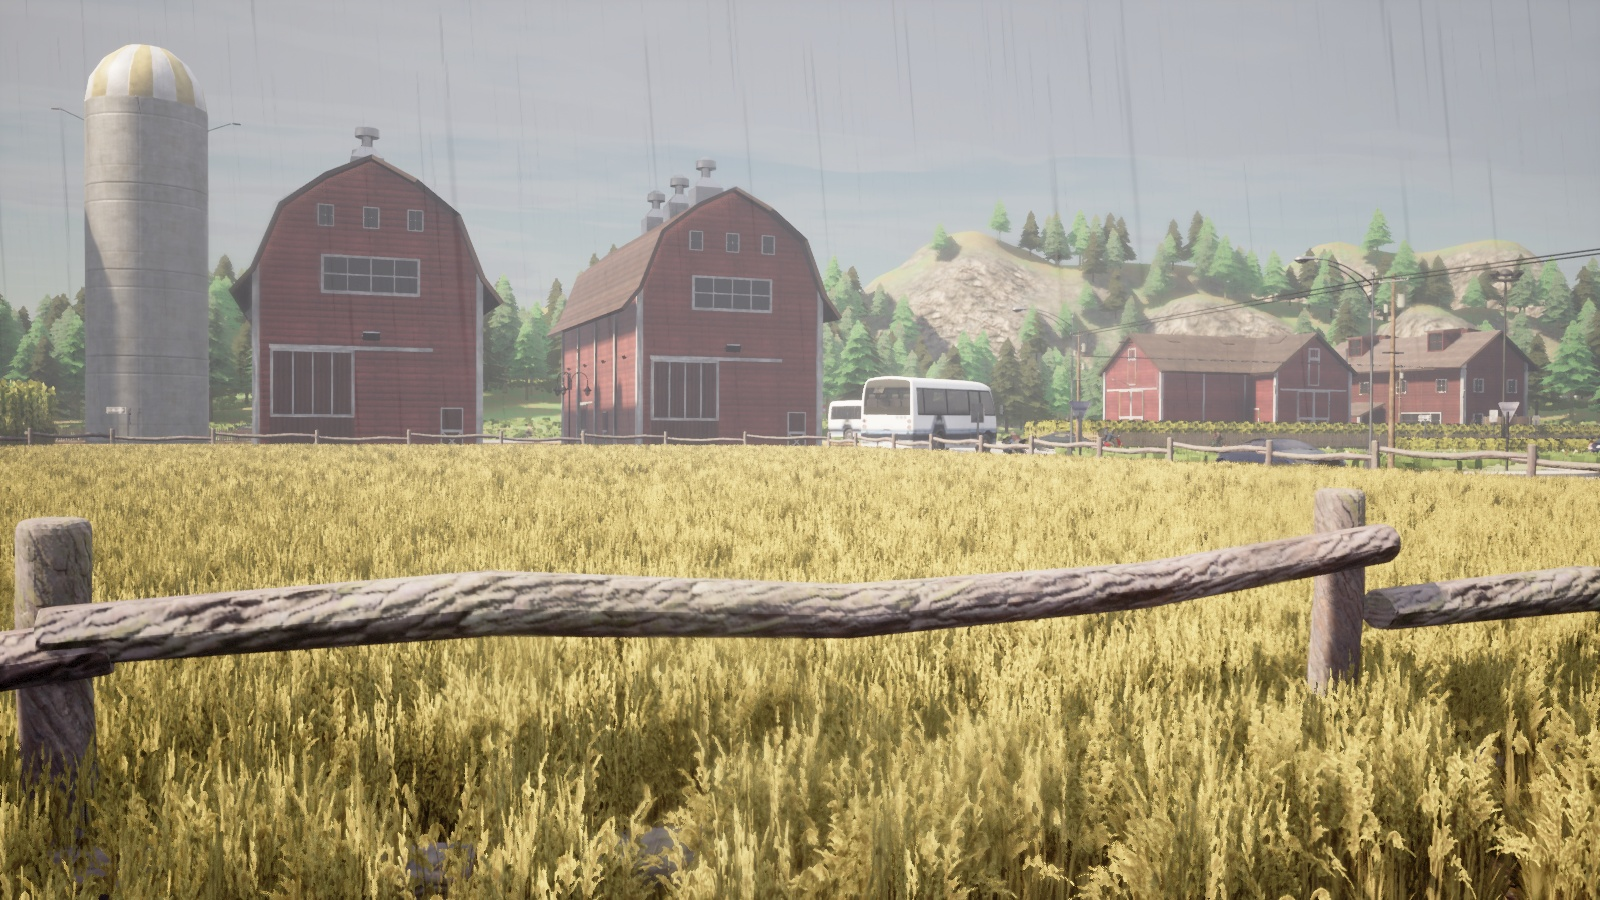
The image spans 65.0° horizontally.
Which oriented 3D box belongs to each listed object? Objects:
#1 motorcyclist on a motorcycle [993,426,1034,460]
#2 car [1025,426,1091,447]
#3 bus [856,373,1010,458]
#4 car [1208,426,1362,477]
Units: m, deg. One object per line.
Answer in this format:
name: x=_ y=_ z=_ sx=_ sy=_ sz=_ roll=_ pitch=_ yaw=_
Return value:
motorcyclist on a motorcycle: x=9.987 y=-0.330 z=58.788 sx=0.866 sy=1.530 sz=2.191 roll=-1 pitch=1 yaw=-20
car: x=17.663 y=-0.957 z=86.168 sx=4.181 sy=1.385 sz=1.994 roll=0 pitch=1 yaw=5
bus: x=7.469 y=-1.907 z=68.734 sx=3.944 sy=4.253 sz=10.273 roll=0 pitch=2 yaw=34
car: x=14.375 y=0.012 z=37.501 sx=1.994 sy=1.385 sz=4.181 roll=-1 pitch=1 yaw=-21
